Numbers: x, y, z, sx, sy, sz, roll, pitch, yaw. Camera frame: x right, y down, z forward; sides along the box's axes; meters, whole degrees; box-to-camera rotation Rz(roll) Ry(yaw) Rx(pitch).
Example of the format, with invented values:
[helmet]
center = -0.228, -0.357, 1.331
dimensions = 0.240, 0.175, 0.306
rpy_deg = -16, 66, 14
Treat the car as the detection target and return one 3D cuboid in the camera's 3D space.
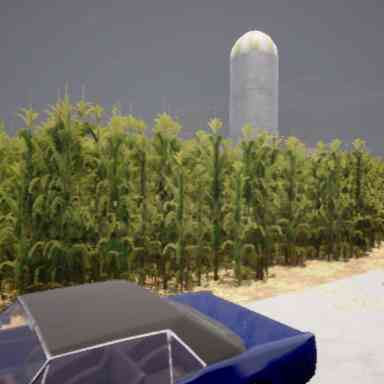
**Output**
[car]
center = -1.163, 1.583, 2.700
dimensions = 4.718, 1.301, 1.895
rpy_deg = 0, 0, -35
